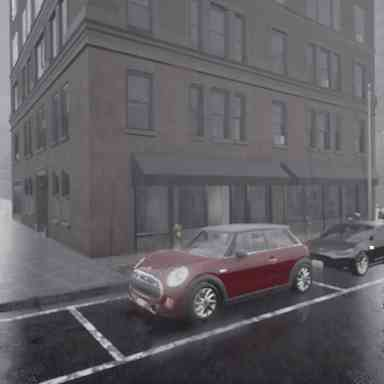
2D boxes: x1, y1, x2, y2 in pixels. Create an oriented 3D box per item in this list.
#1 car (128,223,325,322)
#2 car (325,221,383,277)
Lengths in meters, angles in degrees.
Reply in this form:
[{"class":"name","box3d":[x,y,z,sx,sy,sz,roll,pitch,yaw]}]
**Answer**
[{"class":"car","box3d":[0.700,1.450,7.144,4.097,1.590,1.967,0,-1,-35]},{"class":"car","box3d":[5.192,1.589,10.326,4.313,1.339,1.947,0,-1,-35]}]
